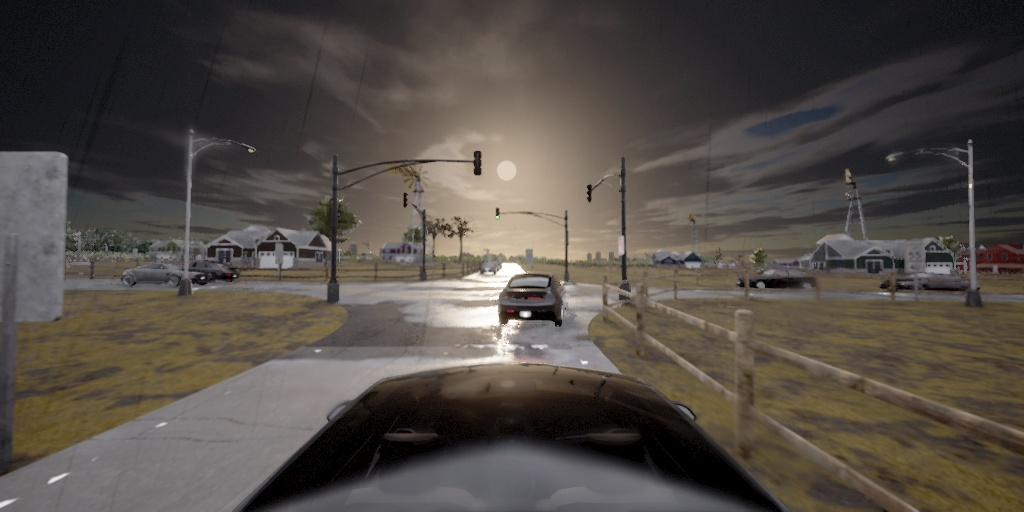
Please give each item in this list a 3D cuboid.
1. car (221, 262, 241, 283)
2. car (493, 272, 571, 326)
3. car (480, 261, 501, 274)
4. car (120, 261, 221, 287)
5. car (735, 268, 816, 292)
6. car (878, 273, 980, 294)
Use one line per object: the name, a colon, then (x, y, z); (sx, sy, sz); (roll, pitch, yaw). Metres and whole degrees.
car: (-21.617, 1.112, 24.840); (4.892, 1.490, 1.837); (1, -2, 0)
car: (0.838, 1.281, 11.924); (1.837, 1.490, 4.892); (-1, 0, 11)
car: (-2.829, 1.424, 44.098); (2.128, 1.511, 4.902); (0, 0, 1)
car: (-20.200, 1.083, 21.129); (4.181, 1.385, 1.994); (1, -2, 0)
car: (18.141, 1.614, 24.755); (5.008, 1.535, 1.882); (1, -2, 0)
car: (28.723, 1.860, 24.748); (5.357, 1.411, 2.033); (1, -2, 0)
